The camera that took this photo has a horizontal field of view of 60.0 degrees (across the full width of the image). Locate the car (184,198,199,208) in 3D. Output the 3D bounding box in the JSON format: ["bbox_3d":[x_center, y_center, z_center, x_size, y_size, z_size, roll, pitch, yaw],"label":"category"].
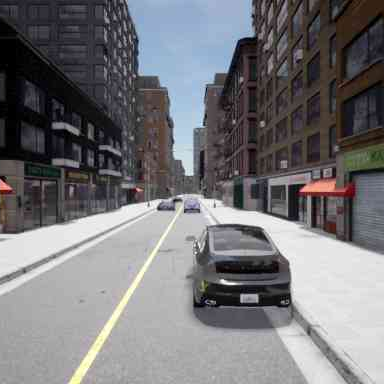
[{"bbox_3d":[-0.085,1.521,47.478,1.994,1.385,4.181,0,0,0],"label":"car"}]

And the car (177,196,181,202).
[{"bbox_3d":[-2.882,1.525,67.212,1.895,1.301,4.718,0,0,0],"label":"car"}]

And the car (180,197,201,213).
[{"bbox_3d":[0.009,1.518,37.051,2.033,1.411,5.357,0,0,0],"label":"car"}]

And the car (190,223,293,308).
[{"bbox_3d":[0.941,1.503,7.894,1.837,1.490,4.892,0,0,0],"label":"car"}]

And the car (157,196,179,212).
[{"bbox_3d":[-2.926,1.533,38.484,1.994,1.385,4.181,0,0,0],"label":"car"}]
